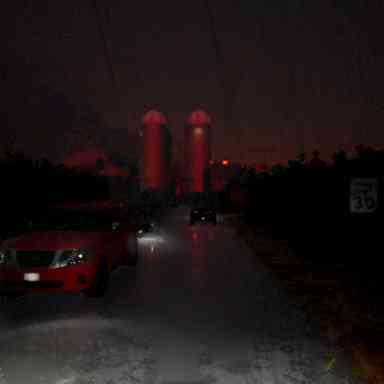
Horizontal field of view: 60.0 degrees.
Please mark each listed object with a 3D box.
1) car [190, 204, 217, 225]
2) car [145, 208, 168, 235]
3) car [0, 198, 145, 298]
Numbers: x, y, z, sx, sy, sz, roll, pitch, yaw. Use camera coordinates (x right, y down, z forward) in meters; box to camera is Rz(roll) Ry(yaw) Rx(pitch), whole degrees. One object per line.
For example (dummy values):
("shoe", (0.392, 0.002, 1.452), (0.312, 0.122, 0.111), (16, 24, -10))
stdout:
("car", (0.863, 1.639, 25.405), (2.128, 1.511, 4.902), (0, -1, 2))
("car", (-2.563, 1.659, 19.987), (2.033, 1.411, 5.357), (0, 0, 2))
("car", (-2.963, 1.305, 9.156), (2.150, 2.045, 5.566), (0, -1, 2))
